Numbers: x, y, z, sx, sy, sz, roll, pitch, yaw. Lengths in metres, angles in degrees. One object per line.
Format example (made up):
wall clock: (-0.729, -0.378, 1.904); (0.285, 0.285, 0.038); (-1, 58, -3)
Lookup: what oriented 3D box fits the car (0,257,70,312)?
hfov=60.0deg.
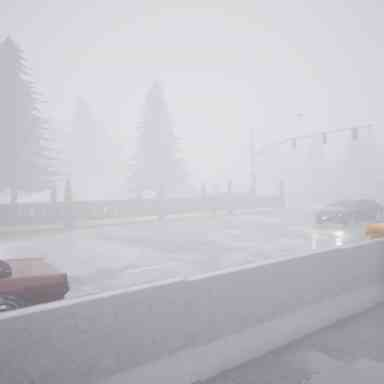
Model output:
car: (-4.518, 1.612, 5.065); (4.718, 1.301, 1.895); (-1, 0, -35)

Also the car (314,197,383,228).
car: (8.901, 1.079, 18.780); (4.892, 1.490, 1.837); (-1, 1, -35)
